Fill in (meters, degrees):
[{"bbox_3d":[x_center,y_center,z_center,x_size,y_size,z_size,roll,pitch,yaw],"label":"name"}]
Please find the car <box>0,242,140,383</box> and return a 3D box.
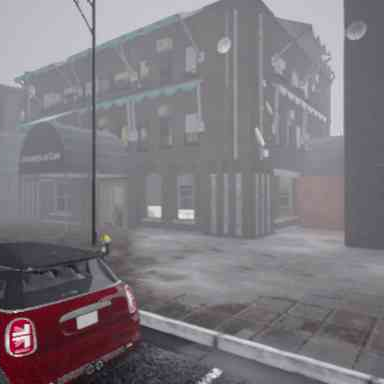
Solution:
[{"bbox_3d":[-2.743,1.454,4.836,4.097,1.590,1.967,0,0,36],"label":"car"}]
